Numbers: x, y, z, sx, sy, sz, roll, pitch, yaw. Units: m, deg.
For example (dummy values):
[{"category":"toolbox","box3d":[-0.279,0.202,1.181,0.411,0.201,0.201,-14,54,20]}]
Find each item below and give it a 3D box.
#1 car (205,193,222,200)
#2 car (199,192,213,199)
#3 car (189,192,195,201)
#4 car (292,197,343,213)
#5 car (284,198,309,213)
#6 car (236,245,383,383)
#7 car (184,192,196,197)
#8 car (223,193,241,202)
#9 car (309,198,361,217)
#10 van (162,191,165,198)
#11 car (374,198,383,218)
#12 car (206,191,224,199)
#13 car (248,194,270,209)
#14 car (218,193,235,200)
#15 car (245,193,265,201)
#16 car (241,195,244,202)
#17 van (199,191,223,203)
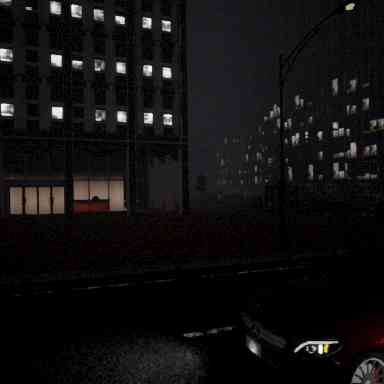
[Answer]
[{"category":"car","box3d":[4.380,0.931,69.607,1.812,1.442,4.674,-1,1,-20]},{"category":"car","box3d":[3.248,0.706,80.296,1.967,1.590,4.097,0,1,-20]},{"category":"car","box3d":[-0.733,1.056,66.749,2.008,1.369,4.403,0,1,-20]},{"category":"car","box3d":[13.322,1.321,35.739,2.033,1.411,5.357,-1,1,-20]},{"category":"car","box3d":[10.839,1.399,34.674,1.802,1.307,4.206,0,1,-20]},{"category":"car","box3d":[2.892,1.524,4.666,4.674,1.442,1.812,0,0,-21]},{"category":"car","box3d":[-0.644,0.711,90.977,2.008,1.369,4.403,0,1,-20]},{"category":"car","box3d":[7.817,1.024,60.178,1.812,1.442,4.674,-1,1,-20]},{"category":"car","box3d":[12.769,1.434,29.325,1.947,1.339,4.313,0,1,-20]},{"category":"van","box3d":[-6.572,0.688,82.767,1.690,1.788,3.998,0,1,-20]},{"category":"car","box3d":[16.851,1.216,26.095,2.097,1.767,4.553,-1,1,-21]},{"category":"car","box3d":[5.194,0.634,74.955,2.192,1.841,5.009,0,1,-20]},{"category":"car","box3d":[8.948,1.332,40.033,1.947,1.339,4.313,0,1,-20]},{"category":"car","box3d":[7.141,0.954,69.618,1.802,1.307,4.206,0,1,-20]},{"category":"car","box3d":[9.795,1.228,45.430,2.033,1.411,5.357,-1,1,-20]},{"category":"car","box3d":[11.034,1.060,58.938,1.802,1.307,4.206,0,1,-20]},{"category":"van","box3d":[3.160,0.952,56.067,1.690,1.788,3.998,0,1,-20]}]
